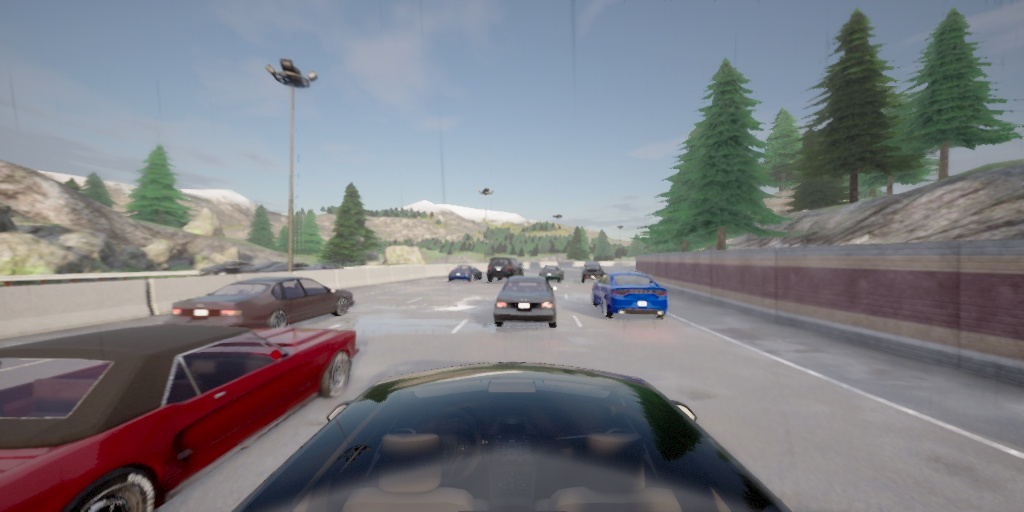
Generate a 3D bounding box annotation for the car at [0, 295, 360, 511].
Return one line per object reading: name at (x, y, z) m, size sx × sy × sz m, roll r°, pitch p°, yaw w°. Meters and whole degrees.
car at (-3.343, 1.335, 3.543) m, size 1.895 × 1.301 × 4.718 m, roll 0°, pitch 0°, yaw 1°

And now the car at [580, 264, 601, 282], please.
car at (7.022, 1.465, 31.183) m, size 1.837 × 1.490 × 4.892 m, roll 0°, pitch 0°, yaw 13°

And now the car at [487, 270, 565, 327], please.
car at (0.508, 1.355, 11.868) m, size 2.033 × 1.411 × 5.357 m, roll 0°, pitch 0°, yaw 5°

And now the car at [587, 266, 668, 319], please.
car at (4.185, 1.322, 13.433) m, size 1.882 × 1.535 × 5.008 m, roll 0°, pitch 0°, yaw 5°

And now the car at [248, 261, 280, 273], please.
car at (-18.504, 1.260, 29.489) m, size 1.837 × 1.490 × 4.892 m, roll 0°, pitch 0°, yaw 10°

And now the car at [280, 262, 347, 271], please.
car at (-15.180, 1.322, 28.449) m, size 2.033 × 1.411 × 5.357 m, roll 0°, pitch 0°, yaw 10°

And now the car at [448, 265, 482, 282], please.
car at (-3.868, 1.437, 30.467) m, size 1.994 × 1.385 × 4.181 m, roll 0°, pitch 0°, yaw 11°

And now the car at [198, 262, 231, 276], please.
car at (-25.131, 1.223, 32.083) m, size 1.837 × 1.490 × 4.892 m, roll 0°, pitch 0°, yaw 11°

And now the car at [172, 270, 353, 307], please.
car at (-6.609, 1.292, 10.302) m, size 2.033 × 1.411 × 5.357 m, roll 0°, pitch 0°, yaw 3°

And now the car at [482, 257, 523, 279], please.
car at (-0.499, 1.116, 29.619) m, size 2.150 × 2.045 × 5.566 m, roll 0°, pitch 0°, yaw 11°

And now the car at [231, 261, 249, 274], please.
car at (-21.604, 1.222, 31.952) m, size 1.882 × 1.535 × 5.008 m, roll 0°, pitch 0°, yaw 12°

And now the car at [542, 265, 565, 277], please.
car at (3.491, 1.498, 31.362) m, size 1.994 × 1.385 × 4.181 m, roll 0°, pitch 0°, yaw 12°
